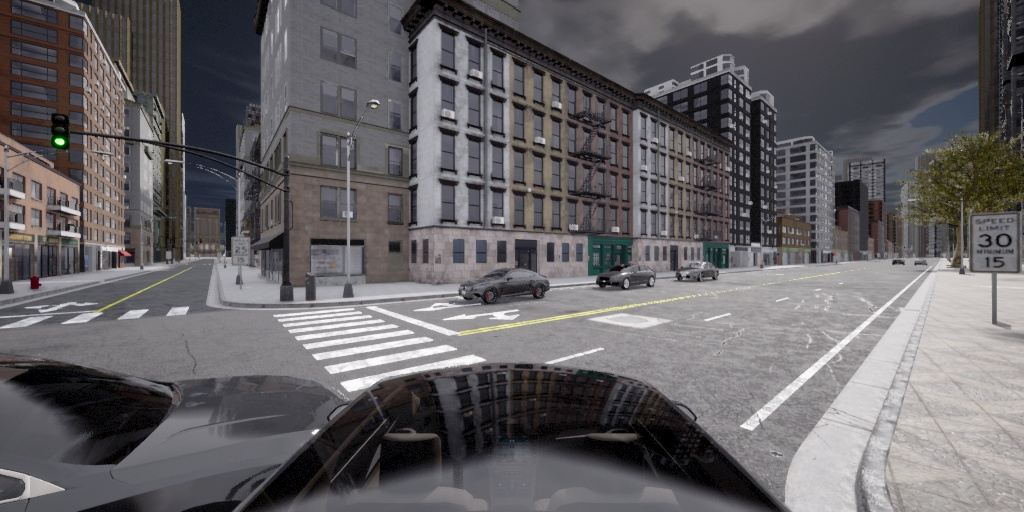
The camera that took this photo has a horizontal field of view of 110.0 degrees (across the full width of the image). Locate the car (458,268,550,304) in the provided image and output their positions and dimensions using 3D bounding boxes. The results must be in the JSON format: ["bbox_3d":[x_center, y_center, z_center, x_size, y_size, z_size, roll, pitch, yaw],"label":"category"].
[{"bbox_3d":[-0.250,1.285,16.611,4.674,1.442,1.812,0,0,-40],"label":"car"}]

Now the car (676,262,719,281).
[{"bbox_3d":[15.290,1.233,29.503,4.902,1.511,2.128,0,0,-40],"label":"car"}]

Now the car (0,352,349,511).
[{"bbox_3d":[-3.244,1.257,1.600,4.892,1.490,1.837,0,0,-35],"label":"car"}]

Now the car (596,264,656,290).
[{"bbox_3d":[7.362,1.256,22.932,4.892,1.490,1.837,0,0,-40],"label":"car"}]
